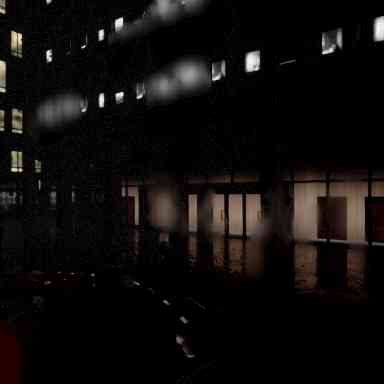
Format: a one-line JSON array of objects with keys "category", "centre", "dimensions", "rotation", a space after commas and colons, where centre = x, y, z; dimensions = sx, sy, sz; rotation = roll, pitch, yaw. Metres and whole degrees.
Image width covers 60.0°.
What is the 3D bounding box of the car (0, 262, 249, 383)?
[{"category": "car", "centre": [-1.546, 1.545, 4.001], "dimensions": [4.507, 1.381, 1.887], "rotation": [0, 0, 36]}]
